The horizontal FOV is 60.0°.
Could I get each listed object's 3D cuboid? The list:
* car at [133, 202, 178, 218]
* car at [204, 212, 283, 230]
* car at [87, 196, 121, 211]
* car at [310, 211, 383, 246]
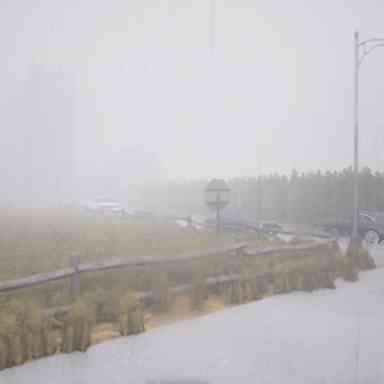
[{"bbox_3d":[-3.020,1.631,27.142,2.097,1.767,4.553,1,-1,-36],"label":"car"},{"bbox_3d":[2.831,1.822,18.972,1.895,1.301,4.718,1,-1,-36],"label":"car"},{"bbox_3d":[-9.829,1.511,36.712,2.150,2.045,5.566,1,1,-35],"label":"car"},{"bbox_3d":[8.176,1.697,16.562,2.128,1.511,4.902,1,-1,-29],"label":"car"}]
